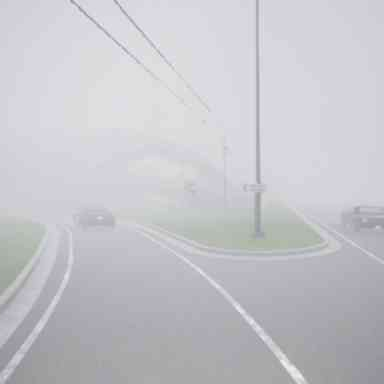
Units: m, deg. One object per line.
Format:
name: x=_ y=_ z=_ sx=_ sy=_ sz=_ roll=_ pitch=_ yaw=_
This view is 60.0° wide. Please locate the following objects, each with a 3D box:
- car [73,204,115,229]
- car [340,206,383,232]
car: x=-6.241 y=1.466 z=21.002 sx=1.994 sy=1.385 sz=4.181 roll=0 pitch=0 yaw=-27
car: x=9.630 y=1.418 z=18.473 sx=1.895 sy=1.301 sz=4.718 roll=0 pitch=0 yaw=13
